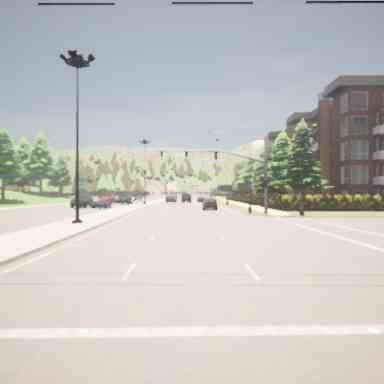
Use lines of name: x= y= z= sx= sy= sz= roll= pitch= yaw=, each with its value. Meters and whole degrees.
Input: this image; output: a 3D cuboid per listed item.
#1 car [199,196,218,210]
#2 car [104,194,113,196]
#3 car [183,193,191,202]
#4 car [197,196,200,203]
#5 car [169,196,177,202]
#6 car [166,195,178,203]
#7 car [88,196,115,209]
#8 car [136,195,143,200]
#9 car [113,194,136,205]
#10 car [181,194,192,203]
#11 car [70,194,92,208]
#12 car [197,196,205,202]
car: x=2.313 y=1.605 z=43.552 sx=1.837 sy=1.490 sz=4.892 roll=0 pitch=0 yaw=-1
car: x=-16.257 y=1.374 z=64.983 sx=2.150 sy=2.045 sz=5.566 roll=0 pitch=0 yaw=0
car: x=-1.239 y=1.397 z=84.474 sx=2.150 sy=2.045 sz=5.566 roll=0 pitch=0 yaw=0
car: x=2.252 y=1.694 z=74.687 sx=2.128 sy=1.511 sz=4.902 roll=0 pitch=0 yaw=0
car: x=-4.739 y=1.672 z=84.447 sx=1.837 sy=1.490 sz=4.892 roll=0 pitch=0 yaw=0
car: x=-4.748 y=1.527 z=74.520 sx=2.097 sy=1.767 sz=4.553 roll=0 pitch=0 yaw=0
car: x=-12.793 y=1.672 z=47.308 sx=1.994 sy=1.385 sz=4.181 roll=0 pitch=0 yaw=0
car: x=-12.744 y=1.521 z=78.887 sx=1.812 sy=1.442 sz=4.674 roll=0 pitch=0 yaw=0
car: x=-12.769 y=1.363 z=63.117 sx=2.150 sy=2.045 sz=5.566 roll=0 pitch=1 yaw=0
car: x=-1.249 y=1.390 z=73.830 sx=2.150 sy=2.045 sz=5.566 roll=0 pitch=0 yaw=0
car: x=-16.301 y=1.336 z=49.658 sx=2.150 sy=2.045 sz=5.566 roll=0 pitch=0 yaw=0
car: x=2.261 y=1.727 z=84.754 sx=1.994 sy=1.385 sz=4.181 roll=0 pitch=0 yaw=0
